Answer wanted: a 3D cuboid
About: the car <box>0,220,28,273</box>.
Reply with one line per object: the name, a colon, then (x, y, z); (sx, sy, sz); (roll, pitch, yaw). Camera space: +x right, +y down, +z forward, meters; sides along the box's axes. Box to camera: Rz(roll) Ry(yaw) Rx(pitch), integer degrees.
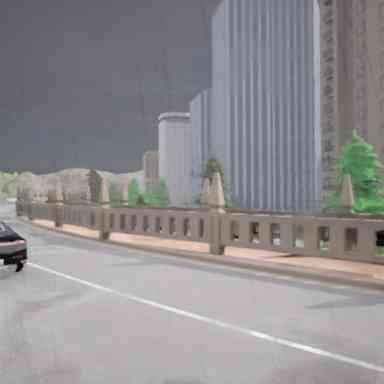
car: (-6.523, 1.519, 9.789); (4.902, 1.511, 2.128); (0, 0, 43)
